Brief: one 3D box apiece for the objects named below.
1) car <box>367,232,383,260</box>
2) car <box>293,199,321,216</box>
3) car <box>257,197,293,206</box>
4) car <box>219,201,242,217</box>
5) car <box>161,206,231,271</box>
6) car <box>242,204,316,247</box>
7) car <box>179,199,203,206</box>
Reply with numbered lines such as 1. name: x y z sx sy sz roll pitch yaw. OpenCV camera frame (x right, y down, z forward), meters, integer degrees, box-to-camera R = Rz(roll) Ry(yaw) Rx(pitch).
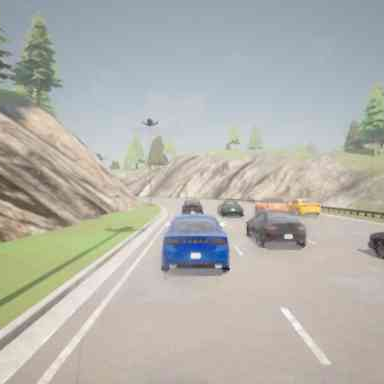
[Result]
1. car: 7.100 1.518 9.272 2.033 1.411 5.357 0 0 0
2. car: 10.402 1.380 31.475 1.882 1.535 5.008 0 0 -2
3. car: 6.976 1.260 29.599 2.097 1.767 4.553 0 0 -1
4. car: 3.441 1.470 30.485 1.994 1.385 4.181 0 0 -2
5. car: 0.098 1.444 10.868 1.882 1.535 5.008 0 0 0
6. car: 3.585 1.480 14.648 1.812 1.442 4.674 0 0 0
7. car: -0.031 1.414 29.895 1.837 1.490 4.892 0 1 -2
